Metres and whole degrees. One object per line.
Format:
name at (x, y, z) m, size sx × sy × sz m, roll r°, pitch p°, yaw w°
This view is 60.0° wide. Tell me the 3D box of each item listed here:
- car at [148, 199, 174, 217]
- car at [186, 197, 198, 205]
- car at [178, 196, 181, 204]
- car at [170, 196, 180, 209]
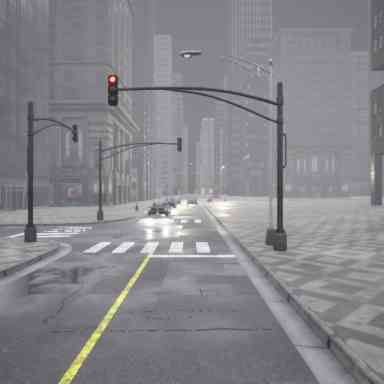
car at (-3.085, 1.601, 32.000) m, size 1.895 × 1.301 × 4.718 m, roll 0°, pitch 0°, yaw 0°
car at (0.026, 1.559, 57.639) m, size 2.033 × 1.411 × 5.357 m, roll 0°, pitch 0°, yaw 0°
car at (-2.993, 1.506, 60.639) m, size 2.128 × 1.511 × 4.902 m, roll 0°, pitch 0°, yaw 0°
car at (-3.077, 1.605, 45.402) m, size 1.895 × 1.301 × 4.718 m, roll 0°, pitch 0°, yaw 0°
